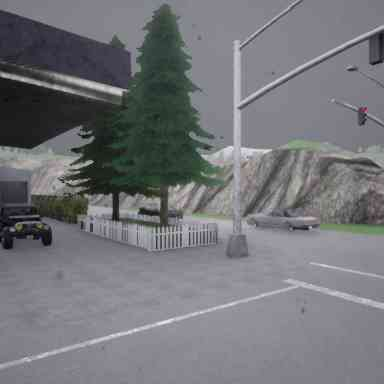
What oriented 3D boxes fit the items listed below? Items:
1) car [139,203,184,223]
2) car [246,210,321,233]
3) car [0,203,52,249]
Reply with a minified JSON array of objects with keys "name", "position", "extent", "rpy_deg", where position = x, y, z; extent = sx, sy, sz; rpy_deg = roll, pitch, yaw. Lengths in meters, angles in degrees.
[{"name":"car","position":[-2.558,1.671,27.005],"extent":[1.882,1.535,5.008],"rpy_deg":[0,0,-36]},{"name":"car","position":[5.741,1.797,21.524],"extent":[1.895,1.301,4.718],"rpy_deg":[0,0,-36]},{"name":"car","position":[-8.053,1.505,15.798],"extent":[1.905,1.878,3.866],"rpy_deg":[0,0,-37]}]
